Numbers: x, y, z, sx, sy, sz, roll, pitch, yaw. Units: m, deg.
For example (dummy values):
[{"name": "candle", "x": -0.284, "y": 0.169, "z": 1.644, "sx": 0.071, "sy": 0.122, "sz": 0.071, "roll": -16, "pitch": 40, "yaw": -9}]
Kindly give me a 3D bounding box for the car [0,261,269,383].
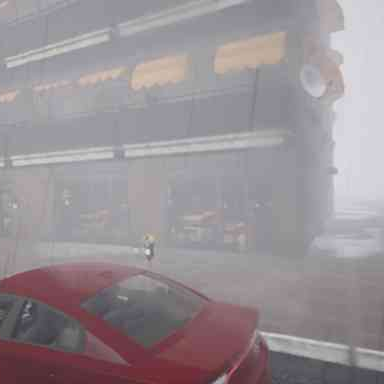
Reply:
[{"name": "car", "x": -1.488, "y": 1.481, "z": 3.604, "sx": 4.507, "sy": 1.381, "sz": 1.887, "roll": -1, "pitch": 2, "yaw": 26}]
